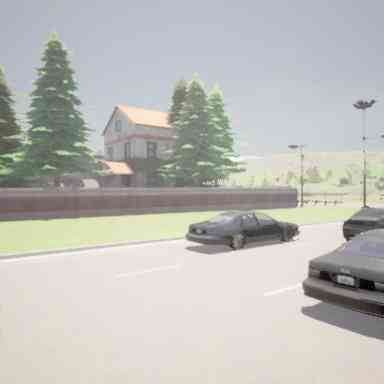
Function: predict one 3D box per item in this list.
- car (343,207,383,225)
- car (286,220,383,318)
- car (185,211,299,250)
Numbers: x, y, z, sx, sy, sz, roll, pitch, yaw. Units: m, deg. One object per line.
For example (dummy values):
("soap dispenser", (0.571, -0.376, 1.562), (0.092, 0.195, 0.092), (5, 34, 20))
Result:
("car", (8.331, 1.410, 14.162), (4.892, 1.490, 1.837), (0, 0, -36))
("car", (4.567, 1.498, 7.073), (5.357, 1.411, 2.033), (-1, 0, -37))
("car", (2.292, 1.507, 14.078), (5.357, 1.411, 2.033), (-1, 0, -36))
